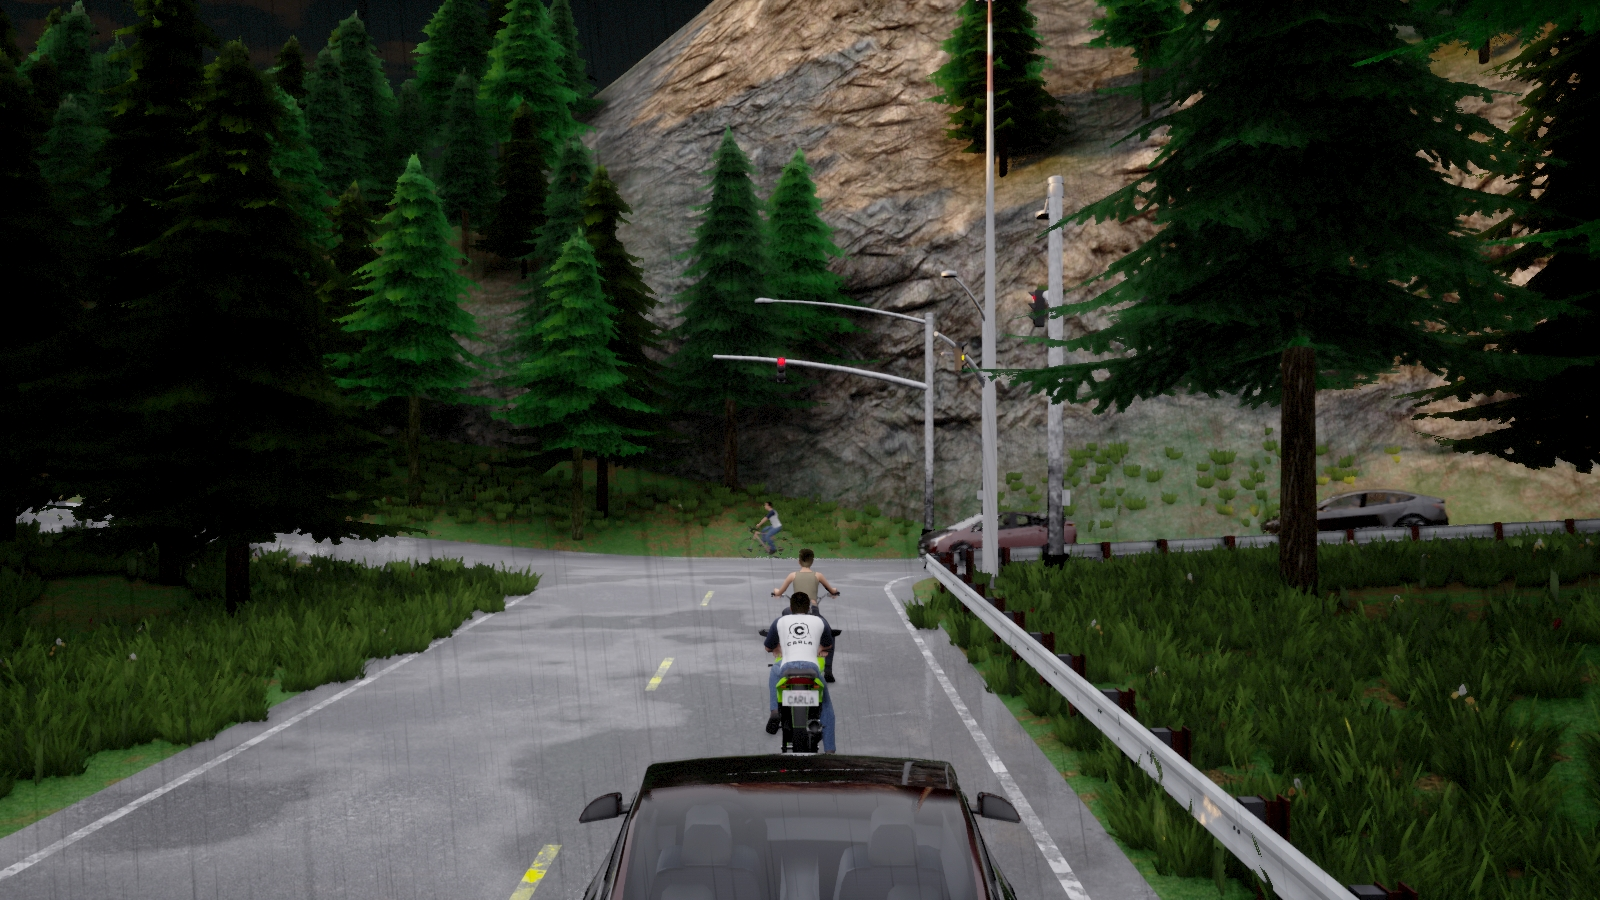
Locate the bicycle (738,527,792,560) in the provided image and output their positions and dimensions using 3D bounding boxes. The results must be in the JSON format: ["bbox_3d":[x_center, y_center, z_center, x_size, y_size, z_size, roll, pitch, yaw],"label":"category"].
[{"bbox_3d":[-1.067,2.875,35.134,1.643,1.024,0.373,0,-3,-3],"label":"bicycle"}]

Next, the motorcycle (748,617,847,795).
[{"bbox_3d":[-0.020,2.213,10.238,0.803,1.145,2.033,0,0,0],"label":"motorcycle"}]

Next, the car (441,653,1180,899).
[{"bbox_3d":[0.029,2.063,5.012,2.163,1.488,4.792,0,0,0],"label":"car"}]

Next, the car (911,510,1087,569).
[{"bbox_3d":[5.672,2.531,32.797,4.514,1.525,2.007,-1,-3,-12],"label":"car"}]

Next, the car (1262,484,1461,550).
[{"bbox_3d":[15.684,1.882,32.261,4.792,1.488,2.163,-5,-2,21],"label":"car"}]
